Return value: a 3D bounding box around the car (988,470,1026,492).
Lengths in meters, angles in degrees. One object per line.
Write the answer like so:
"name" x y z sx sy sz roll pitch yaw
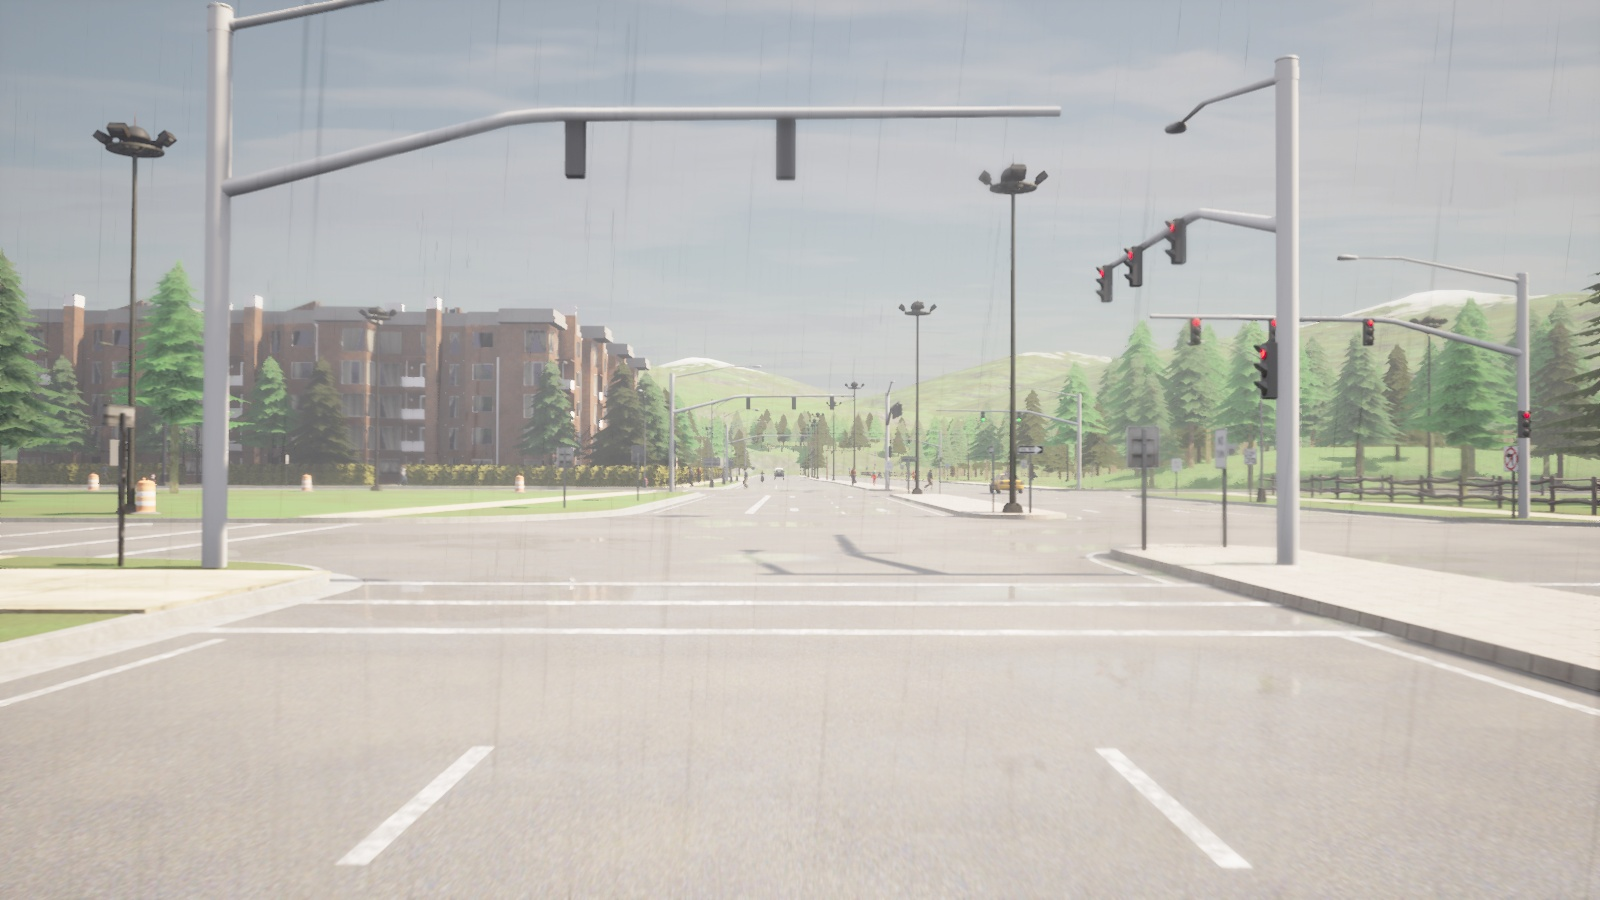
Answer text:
"car" 14.781 2.201 90.008 1.801 1.575 5.366 0 -1 0
